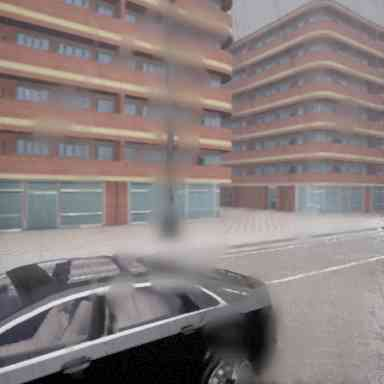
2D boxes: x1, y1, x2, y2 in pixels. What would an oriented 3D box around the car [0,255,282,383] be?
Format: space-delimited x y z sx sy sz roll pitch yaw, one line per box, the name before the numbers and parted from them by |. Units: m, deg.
car | -1.282 1.452 3.092 4.902 1.511 2.128 0 1 -35
